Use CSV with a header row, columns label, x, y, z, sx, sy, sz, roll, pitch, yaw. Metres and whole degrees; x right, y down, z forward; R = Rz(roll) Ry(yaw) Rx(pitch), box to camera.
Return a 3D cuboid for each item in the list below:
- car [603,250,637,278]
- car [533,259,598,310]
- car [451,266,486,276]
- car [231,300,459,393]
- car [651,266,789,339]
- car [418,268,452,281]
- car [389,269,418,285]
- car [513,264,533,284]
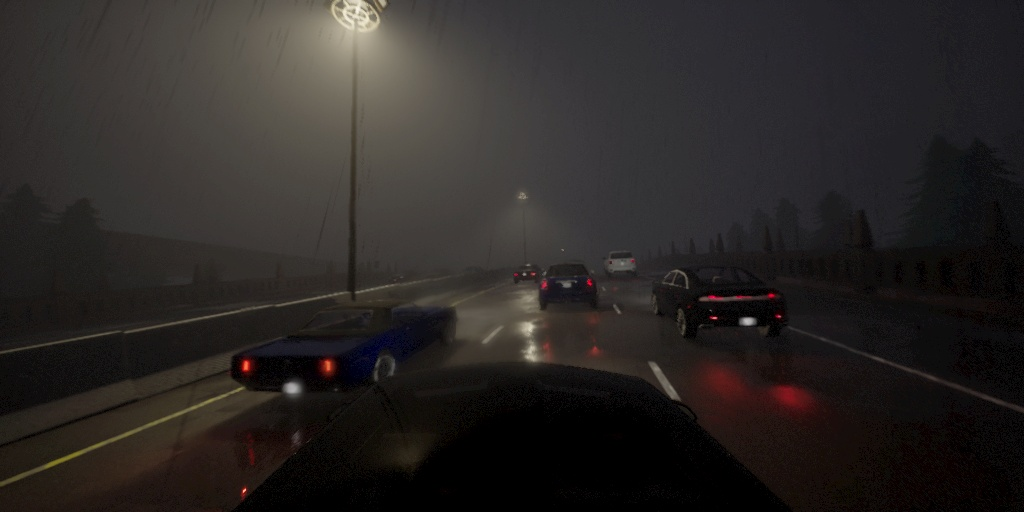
label,x,y,z,sx,sy,sz,roll,pitch,yaw
car,8.666,0.590,29.087,2.150,2.045,5.566,-3,0,11
car,2.326,1.025,14.633,2.097,1.767,4.553,-3,0,11
car,-4.105,1.764,37.364,2.033,1.411,5.357,-3,-1,11
car,-2.652,1.533,7.168,1.895,1.301,4.718,-3,0,11
car,4.816,0.990,9.035,2.128,1.511,4.902,-3,0,11
car,-7.534,1.971,38.032,2.033,1.411,5.357,-3,-1,11
car,-11.150,2.146,37.794,1.812,1.442,4.674,-3,-1,11
car,1.362,1.343,28.069,2.033,1.411,5.357,-3,0,11
